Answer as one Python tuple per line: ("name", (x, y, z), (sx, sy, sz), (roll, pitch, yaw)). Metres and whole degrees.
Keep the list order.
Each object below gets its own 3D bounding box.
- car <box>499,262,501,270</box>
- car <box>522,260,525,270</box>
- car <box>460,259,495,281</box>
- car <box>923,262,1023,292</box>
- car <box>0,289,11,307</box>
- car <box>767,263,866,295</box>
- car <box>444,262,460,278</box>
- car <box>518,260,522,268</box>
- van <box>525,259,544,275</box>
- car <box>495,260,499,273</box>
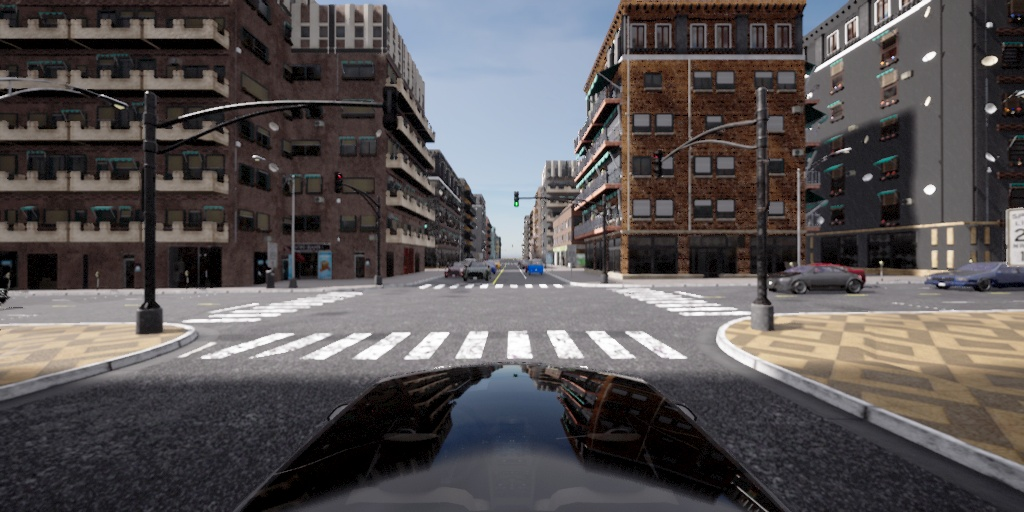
("car", (-2.901, 1.470, 60.020), (1.882, 1.535, 5.008), (0, -1, 0))
("car", (2.592, 1.484, 46.860), (1.888, 1.381, 4.507), (0, 0, 0))
("car", (-2.940, 1.227, 31.158), (2.097, 1.767, 4.553), (0, 0, 1))
("car", (24.404, 1.015, 18.150), (5.357, 1.411, 2.033), (-1, 0, 0))
("car", (-24.707, 1.728, 15.204), (4.718, 1.301, 1.895), (-1, 0, 0))
("car", (15.036, 1.160, 18.129), (4.181, 1.385, 1.994), (-1, 0, 0))
("car", (-5.495, 1.333, 35.684), (1.967, 1.591, 4.097), (0, 0, 0))
("car", (2.483, 1.550, 58.022), (1.948, 1.339, 4.313), (0, 0, 0))
("van", (2.636, 1.254, 40.656), (1.690, 1.789, 3.998), (0, 0, 0))
("car", (-2.911, 1.402, 43.257), (1.882, 1.535, 5.008), (0, 0, 0))
